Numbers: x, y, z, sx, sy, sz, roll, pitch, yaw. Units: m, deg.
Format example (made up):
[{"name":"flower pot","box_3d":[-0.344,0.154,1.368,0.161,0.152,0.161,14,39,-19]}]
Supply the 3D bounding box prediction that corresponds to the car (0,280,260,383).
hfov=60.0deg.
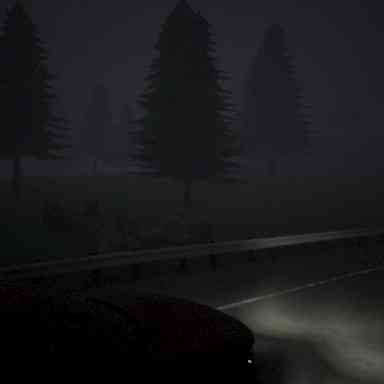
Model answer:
[{"name":"car","box_3d":[-1.647,1.474,2.517,5.008,1.535,1.882,0,0,-35]}]
